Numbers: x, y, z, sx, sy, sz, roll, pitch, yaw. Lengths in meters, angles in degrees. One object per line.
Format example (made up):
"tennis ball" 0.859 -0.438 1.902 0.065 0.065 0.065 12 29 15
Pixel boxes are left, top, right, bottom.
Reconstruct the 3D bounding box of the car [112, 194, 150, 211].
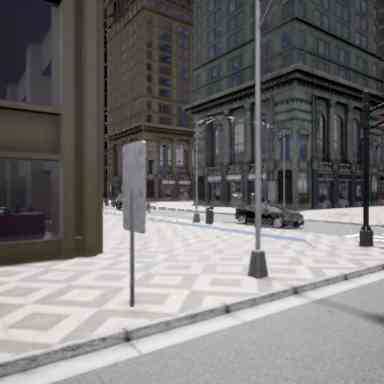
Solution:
"car" -7.034 1.204 38.794 2.150 2.045 5.566 0 0 -35

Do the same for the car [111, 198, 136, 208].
"car" -10.062 1.558 48.462 1.895 1.301 4.718 0 0 -35

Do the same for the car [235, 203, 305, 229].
"car" 4.994 1.482 21.906 1.882 1.535 5.008 0 1 -35

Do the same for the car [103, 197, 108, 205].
"car" -15.847 1.461 56.487 1.812 1.442 4.674 0 0 -35
